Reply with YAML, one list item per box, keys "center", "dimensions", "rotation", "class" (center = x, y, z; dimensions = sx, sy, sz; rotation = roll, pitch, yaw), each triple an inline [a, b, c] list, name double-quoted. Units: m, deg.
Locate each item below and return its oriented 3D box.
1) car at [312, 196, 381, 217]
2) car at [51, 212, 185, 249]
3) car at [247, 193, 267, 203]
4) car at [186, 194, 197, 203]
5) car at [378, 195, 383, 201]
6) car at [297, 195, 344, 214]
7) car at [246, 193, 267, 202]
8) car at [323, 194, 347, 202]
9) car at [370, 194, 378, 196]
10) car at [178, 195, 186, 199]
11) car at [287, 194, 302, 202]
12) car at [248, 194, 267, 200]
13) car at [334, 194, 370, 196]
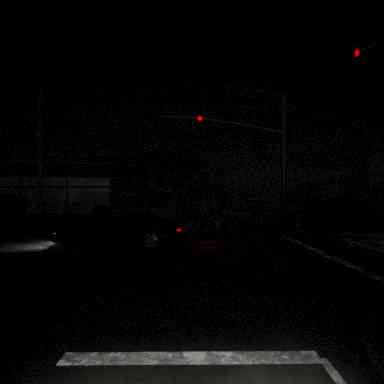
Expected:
- center: [13.063, 1.338, 28.344]
  dimensions: [4.514, 1.523, 2.007]
  rotation: [0, 0, 0]
  class: "car"
- center: [-2.967, 1.547, 14.019]
  dimensions: [5.357, 1.411, 2.033]
  rotation: [0, 0, -1]
  class: "car"
- center: [12.812, 1.358, 65.738]
  dimensions: [3.806, 1.475, 1.970]
  rotation: [0, 0, 0]
  class: "car"
- center: [0.232, 1.544, 69.759]
  dimensions: [2.033, 1.411, 5.357]
  rotation: [0, 0, 0]
  class: "car"
- center: [38.686, 1.150, 62.739]
  dimensions: [5.027, 1.636, 2.152]
  rotation: [0, 0, 0]
  class: "car"
- center: [12.999, 1.329, 31.481]
  dimensions: [5.027, 1.636, 2.152]
  rotation: [0, 0, 0]
  class: "car"
- center: [13.410, 1.073, 69.065]
  dimensions: [3.866, 1.878, 1.905]
  rotation: [0, 0, 0]
  class: "car"
- center: [31.274, 1.294, 72.790]
  dimensions: [4.514, 1.523, 2.007]
  rotation: [0, 0, 0]
  class: "car"
- center: [38.338, 1.229, 69.155]
  dimensions: [3.806, 1.475, 1.970]
  rotation: [0, 0, 0]
  class: "car"
- center: [-1.391, 1.328, 91.672]
  dimensions: [4.674, 1.442, 1.812]
  rotation: [0, 0, 0]
  class: "car"
- center: [21.291, 1.094, 65.809]
  dimensions: [4.605, 1.855, 1.932]
  rotation: [0, 0, 0]
  class: "car"
- center: [18.080, 1.329, 91.696]
  dimensions: [4.902, 1.511, 2.128]
  rotation: [0, 0, 0]
  class: "car"
- center: [20.626, 1.317, 43.357]
  dimensions: [3.633, 1.501, 1.845]
  rotation: [0, 0, 0]
  class: "car"
